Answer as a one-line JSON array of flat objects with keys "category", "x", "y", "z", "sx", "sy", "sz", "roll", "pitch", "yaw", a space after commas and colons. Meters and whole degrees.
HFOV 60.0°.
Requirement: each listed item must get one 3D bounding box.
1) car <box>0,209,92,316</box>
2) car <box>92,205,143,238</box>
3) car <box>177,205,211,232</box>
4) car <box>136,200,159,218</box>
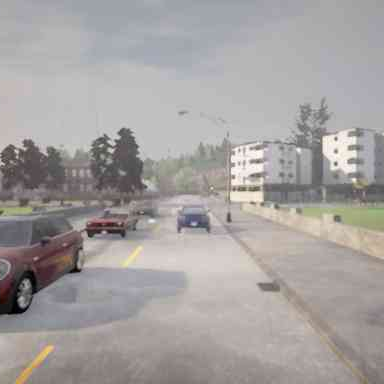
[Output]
[{"category": "car", "x": -4.087, "y": 1.339, "z": 7.530, "sx": 2.097, "sy": 1.767, "sz": 4.553, "roll": 0, "pitch": 0, "yaw": 0}, {"category": "car", "x": -4.079, "y": 1.570, "z": 17.683, "sx": 1.895, "sy": 1.301, "sz": 4.718, "roll": 0, "pitch": 0, "yaw": 0}, {"category": "car", "x": 0.103, "y": 1.491, "z": 19.662, "sx": 1.812, "sy": 1.442, "sz": 4.674, "roll": 0, "pitch": 0, "yaw": 0}, {"category": "car", "x": -4.058, "y": 1.454, "z": 29.442, "sx": 1.837, "sy": 1.490, "sz": 4.892, "roll": 0, "pitch": 0, "yaw": 0}]
